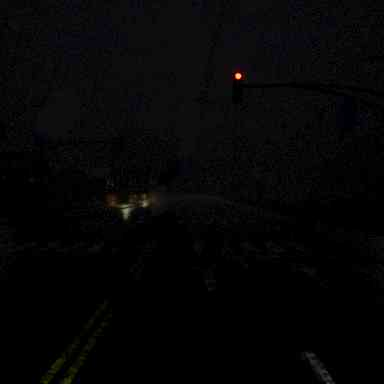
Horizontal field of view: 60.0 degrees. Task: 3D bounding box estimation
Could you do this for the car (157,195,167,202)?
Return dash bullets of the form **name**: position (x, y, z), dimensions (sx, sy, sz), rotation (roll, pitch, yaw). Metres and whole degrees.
- **car**: position (-6.389, 1.484, 71.717), dimensions (2.128, 1.511, 4.902), rotation (0, 0, 0)
